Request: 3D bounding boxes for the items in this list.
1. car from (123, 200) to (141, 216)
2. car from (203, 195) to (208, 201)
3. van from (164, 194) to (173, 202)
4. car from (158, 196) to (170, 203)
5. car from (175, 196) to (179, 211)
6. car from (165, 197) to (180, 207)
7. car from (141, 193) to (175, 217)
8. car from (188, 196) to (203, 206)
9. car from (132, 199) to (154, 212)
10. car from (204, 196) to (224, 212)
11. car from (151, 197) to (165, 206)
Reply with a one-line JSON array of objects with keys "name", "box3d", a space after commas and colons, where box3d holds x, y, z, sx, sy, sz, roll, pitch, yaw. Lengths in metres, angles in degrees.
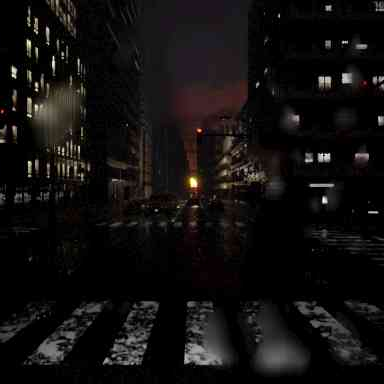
[{"name": "car", "box3d": [-5.634, 1.516, 32.863, 1.752, 1.417, 4.829, -1, 0, 0]}, {"name": "car", "box3d": [2.832, 1.423, 72.597, 1.967, 1.590, 4.097, -1, 0, 0]}, {"name": "van", "box3d": [-5.537, 1.323, 78.270, 1.690, 1.788, 3.998, -1, 0, 0]}, {"name": "car", "box3d": [-5.559, 1.529, 66.960, 1.887, 1.381, 4.507, -1, 0, 0]}, {"name": "car", "box3d": [-3.006, 1.210, 41.642, 2.150, 2.045, 5.566, 0, 0, 0]}, {"name": "car", "box3d": [-2.976, 1.534, 52.186, 2.033, 1.411, 5.357, 0, 0, 0]}, {"name": "car", "box3d": [-3.037, 1.213, 31.163, 2.150, 2.045, 5.566, 0, 0, 0]}, {"name": "car", "box3d": [0.217, 1.477, 55.356, 2.128, 1.511, 4.902, 0, 0, 0]}, {"name": "car", "box3d": [-5.621, 1.555, 38.687, 1.947, 1.339, 4.313, -1, 0, 0]}, {"name": "car", "box3d": [2.759, 1.540, 38.669, 2.008, 1.369, 4.403, -1, 0, 0]}, {"name": "car", "box3d": [-5.584, 1.531, 55.651, 1.887, 1.381, 4.507, -1, 0, 0]}]
